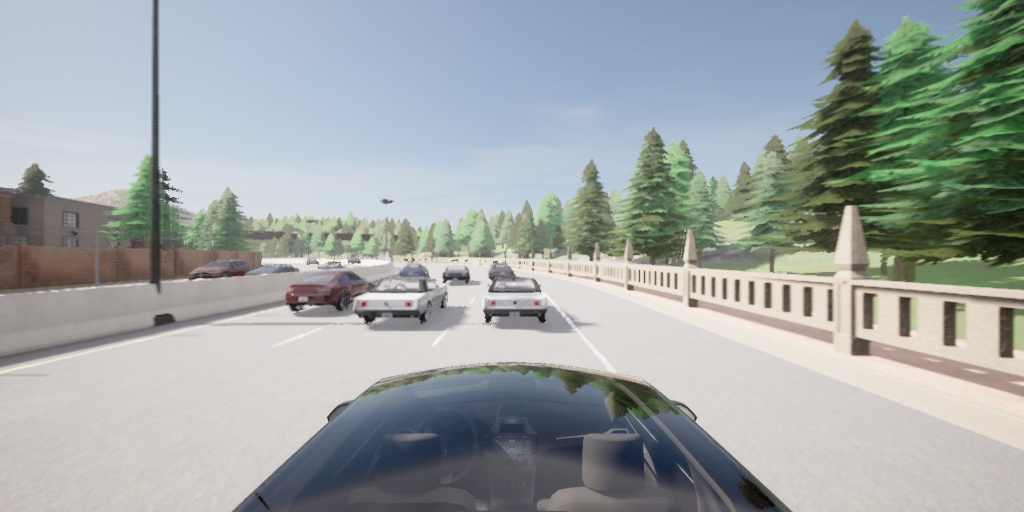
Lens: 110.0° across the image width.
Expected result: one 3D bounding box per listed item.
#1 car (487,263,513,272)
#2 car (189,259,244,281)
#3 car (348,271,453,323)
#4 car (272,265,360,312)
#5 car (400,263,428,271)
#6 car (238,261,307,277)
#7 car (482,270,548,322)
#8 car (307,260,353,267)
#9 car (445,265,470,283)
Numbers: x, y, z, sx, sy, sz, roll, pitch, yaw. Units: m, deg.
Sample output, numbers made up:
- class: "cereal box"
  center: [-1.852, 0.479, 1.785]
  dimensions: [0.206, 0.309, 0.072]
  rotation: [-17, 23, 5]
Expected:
- class: "car"
  center: [-0.959, 1.294, 29.518]
  dimensions: [1.994, 1.385, 4.181]
  rotation: [0, 0, -7]
- class: "car"
  center: [-22.005, 1.083, 27.273]
  dimensions: [2.097, 1.767, 4.553]
  rotation: [0, 0, -8]
- class: "car"
  center: [-3.416, 1.343, 12.035]
  dimensions: [1.895, 1.301, 4.718]
  rotation: [0, 0, 0]
- class: "car"
  center: [-6.948, 1.266, 14.169]
  dimensions: [1.812, 1.442, 4.674]
  rotation: [0, 0, -1]
- class: "car"
  center: [-8.003, 1.293, 29.469]
  dimensions: [1.994, 1.385, 4.181]
  rotation: [0, 0, -8]
- class: "car"
  center: [-18.527, 1.277, 28.128]
  dimensions: [2.033, 1.411, 5.357]
  rotation: [0, 0, -8]
- class: "car"
  center: [0.084, 1.343, 12.239]
  dimensions: [1.895, 1.301, 4.718]
  rotation: [0, 0, 0]
- class: "car"
  center: [-15.419, 1.292, 30.574]
  dimensions: [1.994, 1.385, 4.181]
  rotation: [0, 0, -10]
- class: "car"
  center: [-4.184, 1.332, 27.282]
  dimensions: [1.895, 1.301, 4.718]
  rotation: [0, 0, -6]
